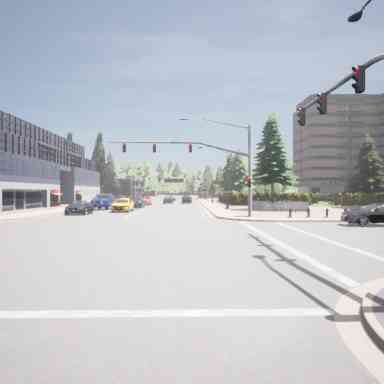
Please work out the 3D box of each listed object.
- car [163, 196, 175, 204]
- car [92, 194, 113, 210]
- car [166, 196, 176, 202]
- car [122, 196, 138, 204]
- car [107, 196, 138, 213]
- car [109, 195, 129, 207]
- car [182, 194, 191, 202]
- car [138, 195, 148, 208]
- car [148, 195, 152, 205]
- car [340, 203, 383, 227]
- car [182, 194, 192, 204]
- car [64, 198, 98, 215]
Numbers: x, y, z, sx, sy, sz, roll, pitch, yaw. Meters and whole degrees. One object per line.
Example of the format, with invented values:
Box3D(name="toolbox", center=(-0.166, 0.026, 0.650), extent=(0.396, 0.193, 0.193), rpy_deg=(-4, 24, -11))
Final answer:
Box3D(name="car", center=(-4.590, 1.547, 64.574), extent=(2.033, 1.411, 5.357), rpy_deg=(0, 0, -1))
Box3D(name="car", center=(-11.386, 1.221, 42.764), extent=(2.150, 2.045, 5.566), rpy_deg=(0, 0, -1))
Box3D(name="car", center=(-4.738, 1.509, 75.209), extent=(1.895, 1.301, 4.718), rpy_deg=(0, 0, -1))
Box3D(name="car", center=(-11.611, 1.491, 62.922), extent=(2.128, 1.511, 4.902), rpy_deg=(0, 0, 0))
Box3D(name="car", center=(-7.816, 1.478, 37.804), extent=(1.882, 1.535, 5.008), rpy_deg=(0, 0, -1))
Box3D(name="car", center=(-11.512, 1.352, 52.664), extent=(2.097, 1.767, 4.553), rpy_deg=(0, 0, -1))
Box3D(name="car", center=(-1.232, 1.355, 74.964), extent=(2.097, 1.767, 4.553), rpy_deg=(0, 0, -1))
Box3D(name="car", center=(-7.941, 1.352, 47.040), extent=(2.097, 1.767, 4.553), rpy_deg=(0, 0, -1))
Box3D(name="car", center=(-8.065, 1.352, 57.155), extent=(2.097, 1.767, 4.553), rpy_deg=(0, 0, -1))
Box3D(name="car", center=(12.497, 1.492, 22.183), extent=(4.902, 1.511, 2.128), rpy_deg=(0, 0, -1))
Box3D(name="car", center=(-0.993, 1.505, 64.899), extent=(1.837, 1.490, 4.892), rpy_deg=(0, 0, -1))
Box3D(name="car", center=(-11.251, 1.564, 33.411), extent=(1.994, 1.385, 4.181), rpy_deg=(0, 0, -1))
